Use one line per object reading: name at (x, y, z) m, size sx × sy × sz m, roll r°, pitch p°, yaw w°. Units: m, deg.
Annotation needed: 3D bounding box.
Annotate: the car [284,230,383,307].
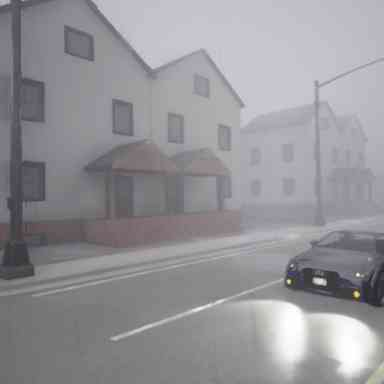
car at (4.051, 1.669, 8.294) m, size 4.181 × 1.385 × 1.994 m, roll 0°, pitch -2°, yaw -45°
